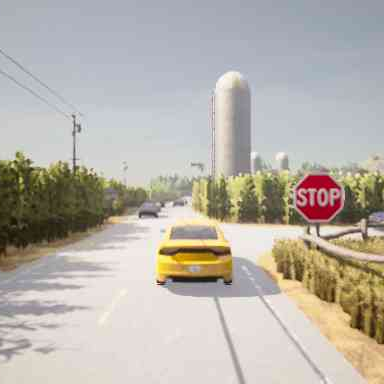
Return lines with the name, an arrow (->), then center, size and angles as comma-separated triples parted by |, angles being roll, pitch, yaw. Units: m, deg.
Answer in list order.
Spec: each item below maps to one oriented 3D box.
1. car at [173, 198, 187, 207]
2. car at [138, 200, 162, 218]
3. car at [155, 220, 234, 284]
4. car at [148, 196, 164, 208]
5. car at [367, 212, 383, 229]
car -> -2.533, 2.004, 62.579 | 2.033, 1.411, 5.357 | 0, 0, 2
car -> -4.277, 1.790, 33.190 | 2.033, 1.411, 5.357 | 0, 0, -5
car -> 0.051, 1.550, 9.800 | 1.882, 1.535, 5.008 | 0, 0, 0
car -> -5.082, 1.668, 43.249 | 2.097, 1.767, 4.553 | 0, 0, -4
car -> 13.413, 1.503, 20.665 | 4.553, 1.767, 2.097 | 0, 0, 0
